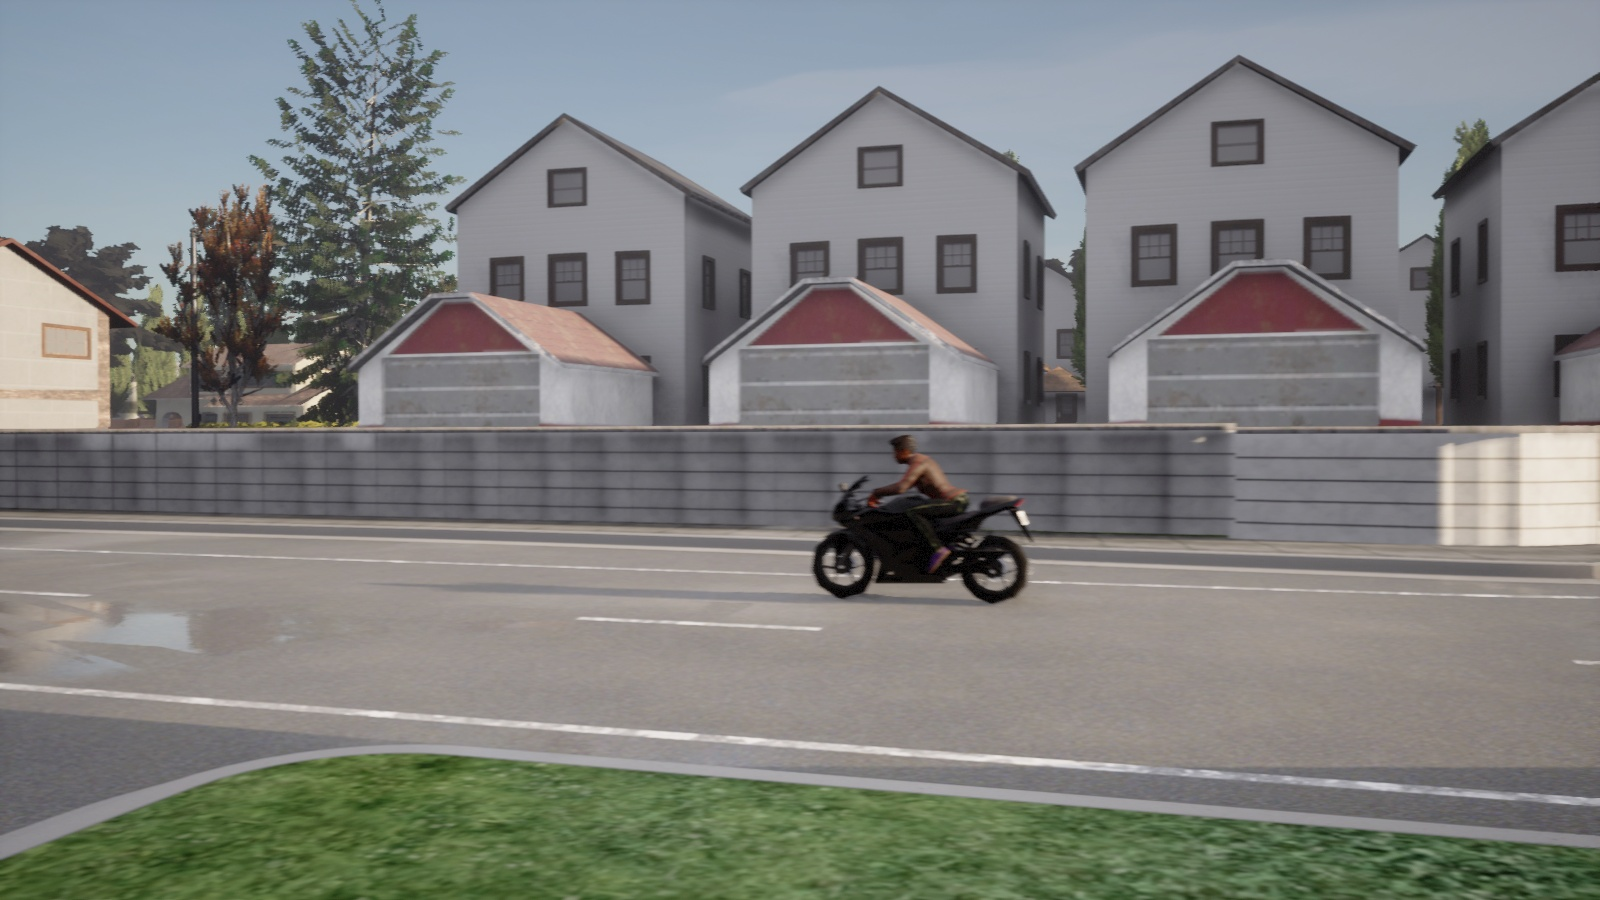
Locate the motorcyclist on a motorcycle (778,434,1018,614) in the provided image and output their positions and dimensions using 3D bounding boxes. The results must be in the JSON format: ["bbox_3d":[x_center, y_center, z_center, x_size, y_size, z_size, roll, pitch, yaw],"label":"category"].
[{"bbox_3d":[0.902,0.625,11.411,2.044,1.523,0.797,0,1,17],"label":"motorcyclist on a motorcycle"}]
